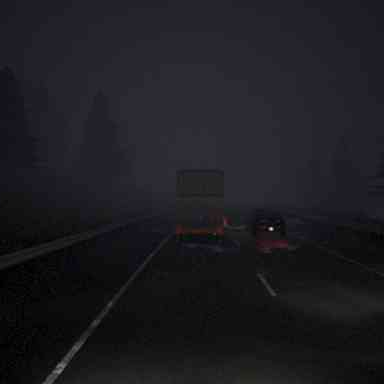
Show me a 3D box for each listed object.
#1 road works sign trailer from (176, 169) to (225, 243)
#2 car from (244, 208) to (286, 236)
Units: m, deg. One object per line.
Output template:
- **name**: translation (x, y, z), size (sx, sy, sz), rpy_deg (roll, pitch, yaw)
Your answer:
- **road works sign trailer**: translation (0.436, 0.624, 17.173), size (2.380, 3.560, 2.880), rpy_deg (0, -1, 4)
- **car**: translation (4.275, 1.693, 19.752), size (1.837, 1.490, 4.892), rpy_deg (0, -1, 3)
